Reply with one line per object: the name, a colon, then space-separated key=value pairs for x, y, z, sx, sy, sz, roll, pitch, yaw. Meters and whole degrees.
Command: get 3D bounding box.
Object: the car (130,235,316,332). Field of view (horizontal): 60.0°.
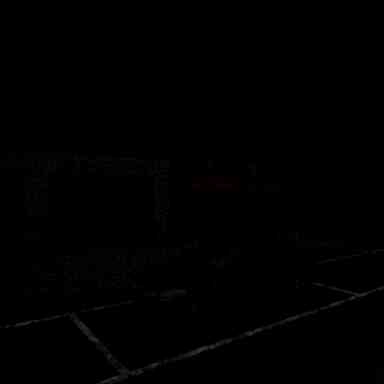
car: x=0.821 y=1.581 z=6.761 sx=4.206 sy=1.307 sz=1.802 roll=0 pitch=0 yaw=-35
